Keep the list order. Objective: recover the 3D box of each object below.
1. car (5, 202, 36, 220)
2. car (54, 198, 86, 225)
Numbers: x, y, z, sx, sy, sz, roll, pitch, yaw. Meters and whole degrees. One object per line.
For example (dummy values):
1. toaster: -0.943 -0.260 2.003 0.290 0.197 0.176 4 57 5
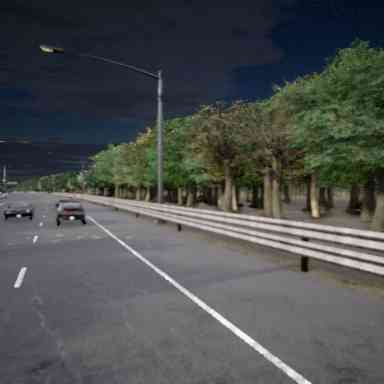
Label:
1. car: -13.759 1.487 26.892 1.895 1.301 4.718 0 0 -22
2. car: -8.608 1.409 23.564 1.837 1.490 4.892 0 0 -22
